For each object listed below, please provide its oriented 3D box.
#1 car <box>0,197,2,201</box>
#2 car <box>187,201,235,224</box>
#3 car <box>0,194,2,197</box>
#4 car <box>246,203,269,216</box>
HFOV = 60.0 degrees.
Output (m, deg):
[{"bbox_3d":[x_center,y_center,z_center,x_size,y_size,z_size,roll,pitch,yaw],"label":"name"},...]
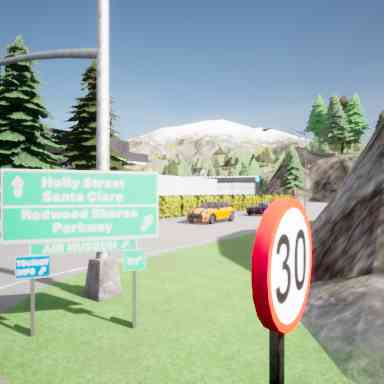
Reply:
[{"bbox_3d":[-12.422,1.504,26.064,1.905,1.878,3.866,0,0,35],"label":"car"},{"bbox_3d":[1.563,1.543,26.726,2.097,1.767,4.553,0,0,36],"label":"car"},{"bbox_3d":[-38.665,1.487,69.982,4.514,1.523,2.007,0,0,35],"label":"car"},{"bbox_3d":[7.468,1.792,34.853,1.895,1.301,4.718,0,0,36],"label":"car"}]
